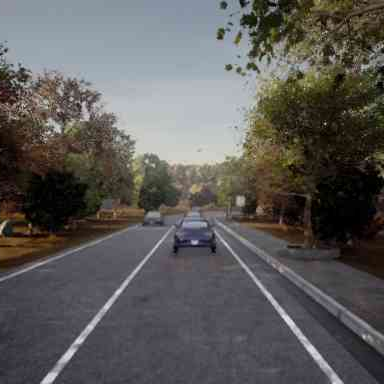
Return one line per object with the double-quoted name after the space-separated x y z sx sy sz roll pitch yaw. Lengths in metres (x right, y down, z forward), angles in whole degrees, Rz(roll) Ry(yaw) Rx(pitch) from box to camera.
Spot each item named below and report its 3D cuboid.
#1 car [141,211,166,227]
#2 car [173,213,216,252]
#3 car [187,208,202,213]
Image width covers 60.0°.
-3.542 2.521 31.705 1.812 1.442 4.674 0 -2 0 "car"
0.121 1.927 15.643 1.812 1.442 4.674 0 -2 0 "car"
0.129 2.506 31.233 1.812 1.442 4.674 0 -2 0 "car"
